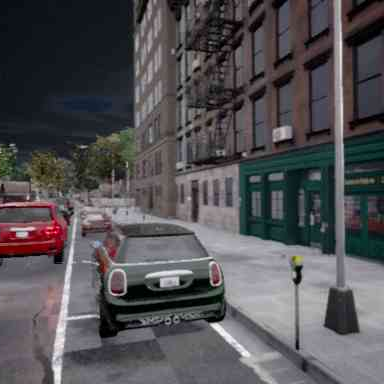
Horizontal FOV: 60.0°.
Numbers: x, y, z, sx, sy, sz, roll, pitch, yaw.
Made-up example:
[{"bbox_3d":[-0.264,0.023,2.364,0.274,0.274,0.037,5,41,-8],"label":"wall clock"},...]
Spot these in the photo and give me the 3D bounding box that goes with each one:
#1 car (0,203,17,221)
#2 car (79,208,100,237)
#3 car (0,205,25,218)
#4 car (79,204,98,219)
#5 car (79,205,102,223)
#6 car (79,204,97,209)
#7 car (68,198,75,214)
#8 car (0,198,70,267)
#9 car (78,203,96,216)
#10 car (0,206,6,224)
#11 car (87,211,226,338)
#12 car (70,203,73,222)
[{"bbox_3d":[-18.589,1.928,32.636,1.967,1.590,4.097,0,-1,-19],"label":"car"},{"bbox_3d":[-5.643,1.824,19.566,1.802,1.307,4.206,0,-1,-19],"label":"car"},{"bbox_3d":[-20.371,2.141,37.857,1.802,1.307,4.206,0,-1,-19],"label":"car"},{"bbox_3d":[-10.994,2.034,35.231,1.802,1.307,4.206,0,-1,-19],"label":"car"},{"bbox_3d":[-9.211,1.927,30.010,1.887,1.381,4.507,0,-1,-19],"label":"car"},{"bbox_3d":[-7.482,1.839,24.950,1.752,1.417,4.829,0,-1,-19],"label":"car"},{"bbox_3d":[-15.199,1.753,39.290,2.150,2.045,5.566,0,-1,-17],"label":"car"},{"bbox_3d":[-5.851,1.389,12.318,2.150,2.045,5.566,0,-1,-19],"label":"car"},{"bbox_3d":[-12.778,2.089,40.453,1.947,1.339,4.313,0,-1,-19],"label":"car"},{"bbox_3d":[-16.749,1.941,27.252,1.752,1.417,4.829,0,-1,-19],"label":"car"},{"bbox_3d":[-1.030,1.432,7.141,2.097,1.767,4.553,0,-1,-19],"label":"car"},{"bbox_3d":[-10.770,1.863,26.724,1.837,1.490,4.892,0,-1,-19],"label":"car"}]
